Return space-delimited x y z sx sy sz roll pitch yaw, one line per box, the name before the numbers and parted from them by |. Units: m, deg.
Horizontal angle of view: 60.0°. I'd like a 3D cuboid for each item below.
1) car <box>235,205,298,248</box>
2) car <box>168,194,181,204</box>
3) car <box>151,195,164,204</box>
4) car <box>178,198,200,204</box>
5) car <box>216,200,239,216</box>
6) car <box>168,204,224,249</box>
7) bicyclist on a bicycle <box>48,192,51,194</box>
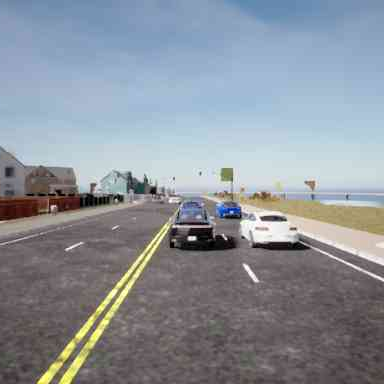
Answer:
car | 3.250 1.533 14.651 1.812 1.442 4.674 0 0 0
car | -3.249 1.373 63.621 2.150 2.045 5.566 0 0 0
car | -6.499 1.450 63.682 2.097 1.767 4.553 0 0 0
car | 0.001 1.492 29.651 1.882 1.535 5.008 0 0 0
car | 3.250 1.492 29.651 1.882 1.535 5.008 0 0 0
car | 0.000 1.495 14.651 2.128 1.511 4.902 0 0 0
bicyclist on a bicycle | -29.613 0.844 69.169 0.582 1.620 1.656 1 0 -35
